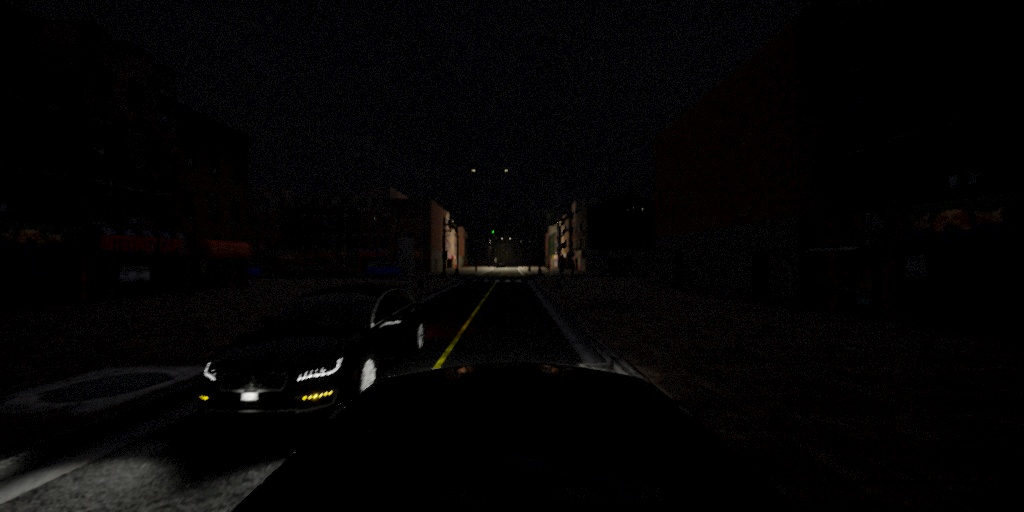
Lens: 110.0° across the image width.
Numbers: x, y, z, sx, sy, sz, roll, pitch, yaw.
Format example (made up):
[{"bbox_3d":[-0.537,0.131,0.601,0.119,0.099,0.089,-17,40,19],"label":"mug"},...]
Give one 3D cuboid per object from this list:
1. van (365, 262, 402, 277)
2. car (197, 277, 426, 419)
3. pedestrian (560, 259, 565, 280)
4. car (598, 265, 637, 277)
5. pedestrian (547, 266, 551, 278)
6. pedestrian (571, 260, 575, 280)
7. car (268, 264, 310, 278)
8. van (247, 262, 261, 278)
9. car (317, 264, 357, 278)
[{"bbox_3d":[-14.804,1.557,41.449,3.998,1.789,1.690,0,0,0],"label":"van"},{"bbox_3d":[-2.855,1.299,6.329,1.837,1.490,4.892,0,-1,0],"label":"car"},{"bbox_3d":[4.464,1.210,31.953,0.375,1.860,0.375,0,-1,0],"label":"pedestrian"},{"bbox_3d":[12.197,1.700,41.623,4.403,1.370,2.007,0,0,0],"label":"car"},{"bbox_3d":[3.462,1.437,33.149,0.500,1.100,0.500,0,-1,0],"label":"pedestrian"},{"bbox_3d":[5.463,1.211,32.555,0.375,1.860,0.375,0,-1,0],"label":"pedestrian"},{"bbox_3d":[-25.755,1.687,41.378,4.097,1.591,1.967,0,0,0],"label":"car"},{"bbox_3d":[-31.230,1.605,41.343,3.998,1.789,1.690,0,0,0],"label":"van"},{"bbox_3d":[-20.279,1.671,41.414,4.097,1.591,1.967,0,0,0],"label":"car"}]
